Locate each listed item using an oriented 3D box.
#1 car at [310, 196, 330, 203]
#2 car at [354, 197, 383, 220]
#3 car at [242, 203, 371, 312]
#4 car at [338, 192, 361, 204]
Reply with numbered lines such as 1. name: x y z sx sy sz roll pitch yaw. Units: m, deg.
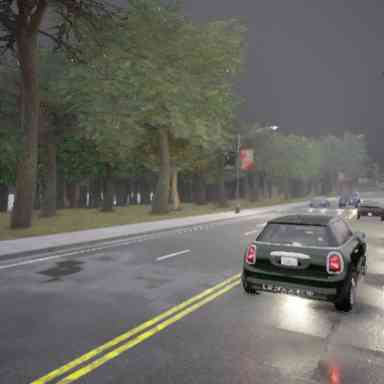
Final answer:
1. car: 16.237 1.292 42.091 1.812 1.442 4.674 0 0 32
2. car: 14.427 1.381 26.611 1.837 1.490 4.892 0 0 32
3. car: 2.954 1.323 8.084 2.097 1.767 4.553 0 0 32
4. car: 19.943 0.975 41.858 2.150 2.045 5.566 0 0 33
